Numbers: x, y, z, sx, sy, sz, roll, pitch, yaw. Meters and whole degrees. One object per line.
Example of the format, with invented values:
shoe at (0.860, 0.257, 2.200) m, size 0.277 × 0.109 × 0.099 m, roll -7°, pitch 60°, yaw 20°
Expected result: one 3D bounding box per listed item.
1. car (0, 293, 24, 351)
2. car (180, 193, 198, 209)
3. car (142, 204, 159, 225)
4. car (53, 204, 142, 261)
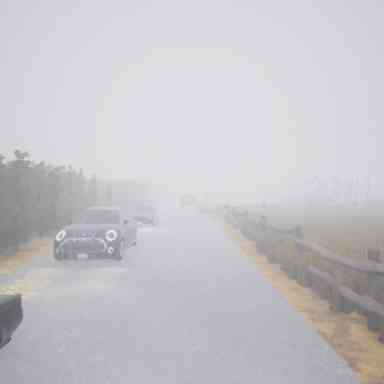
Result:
car at (-3.216, 1.607, 2.331) m, size 1.895 × 1.301 × 4.718 m, roll 0°, pitch 0°, yaw -1°
car at (-0.425, 1.195, 44.319) m, size 2.150 × 2.045 × 5.566 m, roll 0°, pitch 0°, yaw -1°
car at (-3.376, 1.583, 23.817) m, size 2.033 × 1.411 × 5.357 m, roll 0°, pitch 0°, yaw -1°
car at (-3.325, 1.352, 12.274) m, size 2.097 × 1.767 × 4.553 m, roll 0°, pitch 0°, yaw -1°
